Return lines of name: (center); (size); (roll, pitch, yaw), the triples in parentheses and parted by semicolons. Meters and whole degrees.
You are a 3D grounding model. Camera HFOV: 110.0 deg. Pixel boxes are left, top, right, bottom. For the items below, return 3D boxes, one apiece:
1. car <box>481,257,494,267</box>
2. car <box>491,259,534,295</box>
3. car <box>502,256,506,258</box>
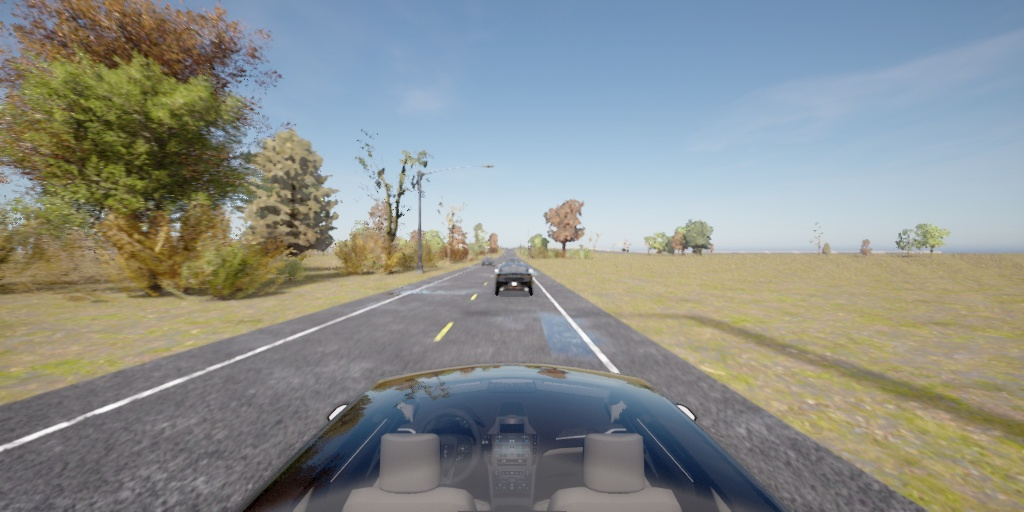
car: (-3.549, 0.882, 53.326); (1.837, 1.490, 4.892); (0, 0, 1)
car: (0.099, 1.106, 18.979); (1.882, 1.535, 5.008); (0, 0, 0)
car: (0.101, 1.000, 37.475); (1.837, 1.490, 4.892); (0, 0, 0)
